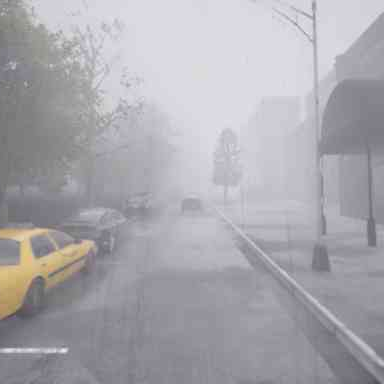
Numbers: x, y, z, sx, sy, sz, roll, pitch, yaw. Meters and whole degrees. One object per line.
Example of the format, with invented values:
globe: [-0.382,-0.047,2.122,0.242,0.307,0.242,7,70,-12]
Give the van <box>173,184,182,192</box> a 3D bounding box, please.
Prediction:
van: [-3.647,-1.038,85.607,1.878,1.987,4.442,0,2,2]

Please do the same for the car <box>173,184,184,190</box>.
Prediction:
car: [-3.651,-0.460,74.357,2.097,1.535,5.008,0,2,2]

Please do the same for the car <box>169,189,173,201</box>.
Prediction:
car: [-3.652,0.742,35.377,2.231,1.521,4.892,0,2,2]

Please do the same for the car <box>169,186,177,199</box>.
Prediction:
car: [-3.644,0.396,46.706,1.946,1.575,5.366,0,2,2]

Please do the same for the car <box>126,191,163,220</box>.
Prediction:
car: [-3.654,0.946,24.211,2.185,1.767,4.553,0,2,2]

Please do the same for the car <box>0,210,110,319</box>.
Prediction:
car: [-3.631,1.427,7.341,1.946,1.575,5.366,1,1,2]

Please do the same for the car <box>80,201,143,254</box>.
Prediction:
car: [-3.634,1.359,13.080,2.231,1.521,4.892,1,2,2]

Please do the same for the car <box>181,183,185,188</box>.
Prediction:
car: [-3.650,-0.887,79.951,2.435,2.045,5.566,0,2,2]

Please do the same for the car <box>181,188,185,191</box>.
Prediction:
car: [0.023,0.610,41.979,2.033,1.411,5.357,0,2,0]

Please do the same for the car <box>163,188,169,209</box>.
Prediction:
car: [-3.654,0.781,29.780,2.185,1.767,4.553,0,2,2]

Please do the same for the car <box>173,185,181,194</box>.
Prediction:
car: [-3.650,0.091,57.688,2.163,1.488,4.792,0,2,2]

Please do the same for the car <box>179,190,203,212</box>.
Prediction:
car: [0.009,0.892,30.222,1.882,1.535,5.008,0,1,0]
